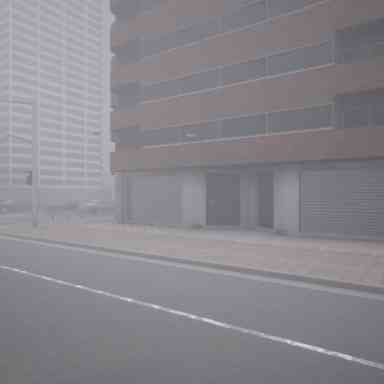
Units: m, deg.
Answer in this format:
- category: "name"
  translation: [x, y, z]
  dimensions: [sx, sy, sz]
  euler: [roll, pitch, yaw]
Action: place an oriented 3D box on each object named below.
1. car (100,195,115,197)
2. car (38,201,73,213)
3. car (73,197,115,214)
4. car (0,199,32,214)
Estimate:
- category: "car"
  translation: [-12.781, 1.504, 44.149]
  dimensions: [1.837, 1.490, 4.892]
  euler: [0, 0, 35]
- category: "car"
  translation: [-13.872, 1.600, 36.458]
  dimensions: [1.895, 1.301, 4.718]
  euler: [0, 0, 35]
- category: "car"
  translation: [-9.917, 1.525, 35.695]
  dimensions: [1.812, 1.442, 4.674]
  euler: [0, 0, 35]
- category: "car"
  translation: [-18.736, 1.477, 35.595]
  dimensions: [1.882, 1.535, 5.008]
  euler: [0, 0, 35]
